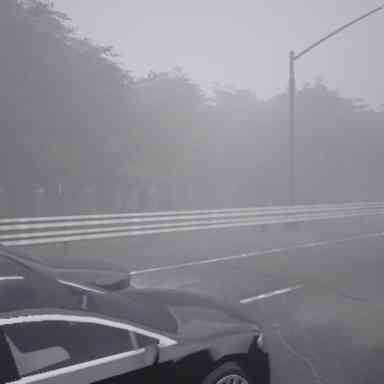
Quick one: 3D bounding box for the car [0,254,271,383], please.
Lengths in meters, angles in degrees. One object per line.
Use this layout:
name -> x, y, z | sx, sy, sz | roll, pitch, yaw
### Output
car -> -1.427, 1.491, 2.728 | 4.902, 1.511, 2.128 | 0, 0, -35

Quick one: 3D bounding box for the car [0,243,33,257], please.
car -> -3.694, 1.547, 5.410 | 5.357, 1.411, 2.033 | 0, 0, -35
